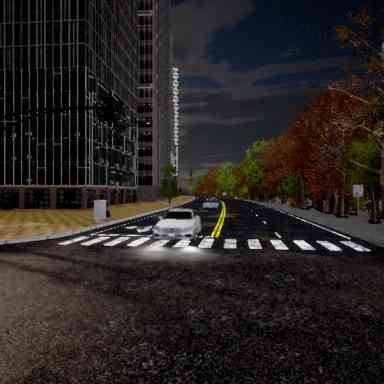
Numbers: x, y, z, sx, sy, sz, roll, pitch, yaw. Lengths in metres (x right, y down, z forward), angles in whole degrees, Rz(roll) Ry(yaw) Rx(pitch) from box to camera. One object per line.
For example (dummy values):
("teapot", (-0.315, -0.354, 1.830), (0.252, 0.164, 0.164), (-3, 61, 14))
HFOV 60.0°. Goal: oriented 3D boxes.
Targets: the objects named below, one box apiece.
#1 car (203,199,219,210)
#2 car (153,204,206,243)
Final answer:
("car", (2.434, 1.609, 42.325), (1.895, 1.301, 4.718), (0, 0, 6))
("car", (-0.572, 1.540, 16.390), (1.812, 1.442, 4.674), (0, 0, 7))
